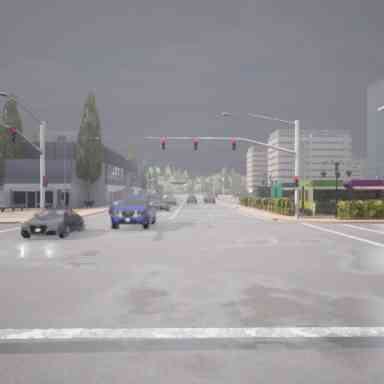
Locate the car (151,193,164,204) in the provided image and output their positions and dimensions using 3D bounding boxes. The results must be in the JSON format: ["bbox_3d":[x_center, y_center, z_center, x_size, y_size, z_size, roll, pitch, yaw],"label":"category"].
[{"bbox_3d":[-7.017,1.275,68.261,2.150,2.045,5.566,0,0,0],"label":"car"}]

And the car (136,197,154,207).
[{"bbox_3d":[-7.106,1.547,51.046,2.033,1.411,5.357,0,0,0],"label":"car"}]

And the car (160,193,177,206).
[{"bbox_3d":[-3.601,1.352,54.651,2.097,1.767,4.553,0,0,0],"label":"car"}]

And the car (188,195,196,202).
[{"bbox_3d":[-0.018,1.372,73.979,1.837,1.490,4.892,0,0,0],"label":"car"}]

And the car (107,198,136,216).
[{"bbox_3d":[-7.109,1.477,33.976,1.882,1.535,5.008,0,0,0],"label":"car"}]

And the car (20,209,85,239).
[{"bbox_3d":[-7.104,1.564,17.338,1.994,1.385,4.181,0,0,0],"label":"car"}]

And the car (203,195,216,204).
[{"bbox_3d":[3.484,1.491,63.706,2.128,1.511,4.902,0,0,0],"label":"car"}]

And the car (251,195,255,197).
[{"bbox_3d":[17.748,1.153,86.877,4.605,1.855,1.932,0,0,-2],"label":"car"}]

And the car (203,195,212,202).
[{"bbox_3d":[3.482,1.397,73.981,1.812,1.442,4.674,0,0,0],"label":"car"}]

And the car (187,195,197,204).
[{"bbox_3d":[-0.016,1.491,63.705,2.128,1.511,4.902,0,0,0],"label":"car"}]

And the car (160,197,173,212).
[{"bbox_3d":[-3.609,1.564,38.278,1.994,1.385,4.181,0,0,0],"label":"car"}]

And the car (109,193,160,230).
[{"bbox_3d":[-3.606,1.224,21.392,2.150,2.045,5.566,0,0,0],"label":"car"}]
